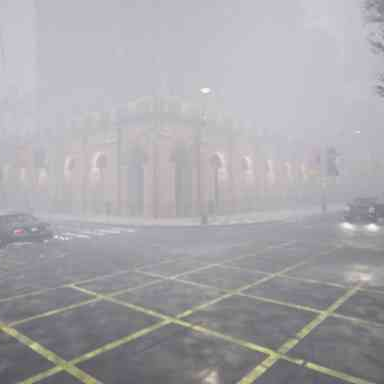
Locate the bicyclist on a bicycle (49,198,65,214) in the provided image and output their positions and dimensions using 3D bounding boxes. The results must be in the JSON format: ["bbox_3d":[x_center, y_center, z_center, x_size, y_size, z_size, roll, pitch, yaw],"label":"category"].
[{"bbox_3d":[-13.549,1.387,33.352,0.582,1.620,1.656,0,0,40],"label":"bicyclist on a bicycle"}]

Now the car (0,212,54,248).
[{"bbox_3d":[-8.434,1.607,15.190,5.357,1.411,2.033,0,0,38],"label":"car"}]

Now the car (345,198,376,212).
[{"bbox_3d":[18.328,1.394,36.078,1.895,1.301,4.718,0,0,40],"label":"car"}]

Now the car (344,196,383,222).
[{"bbox_3d":[13.046,1.210,24.944,2.097,1.767,4.553,0,0,41],"label":"car"}]
